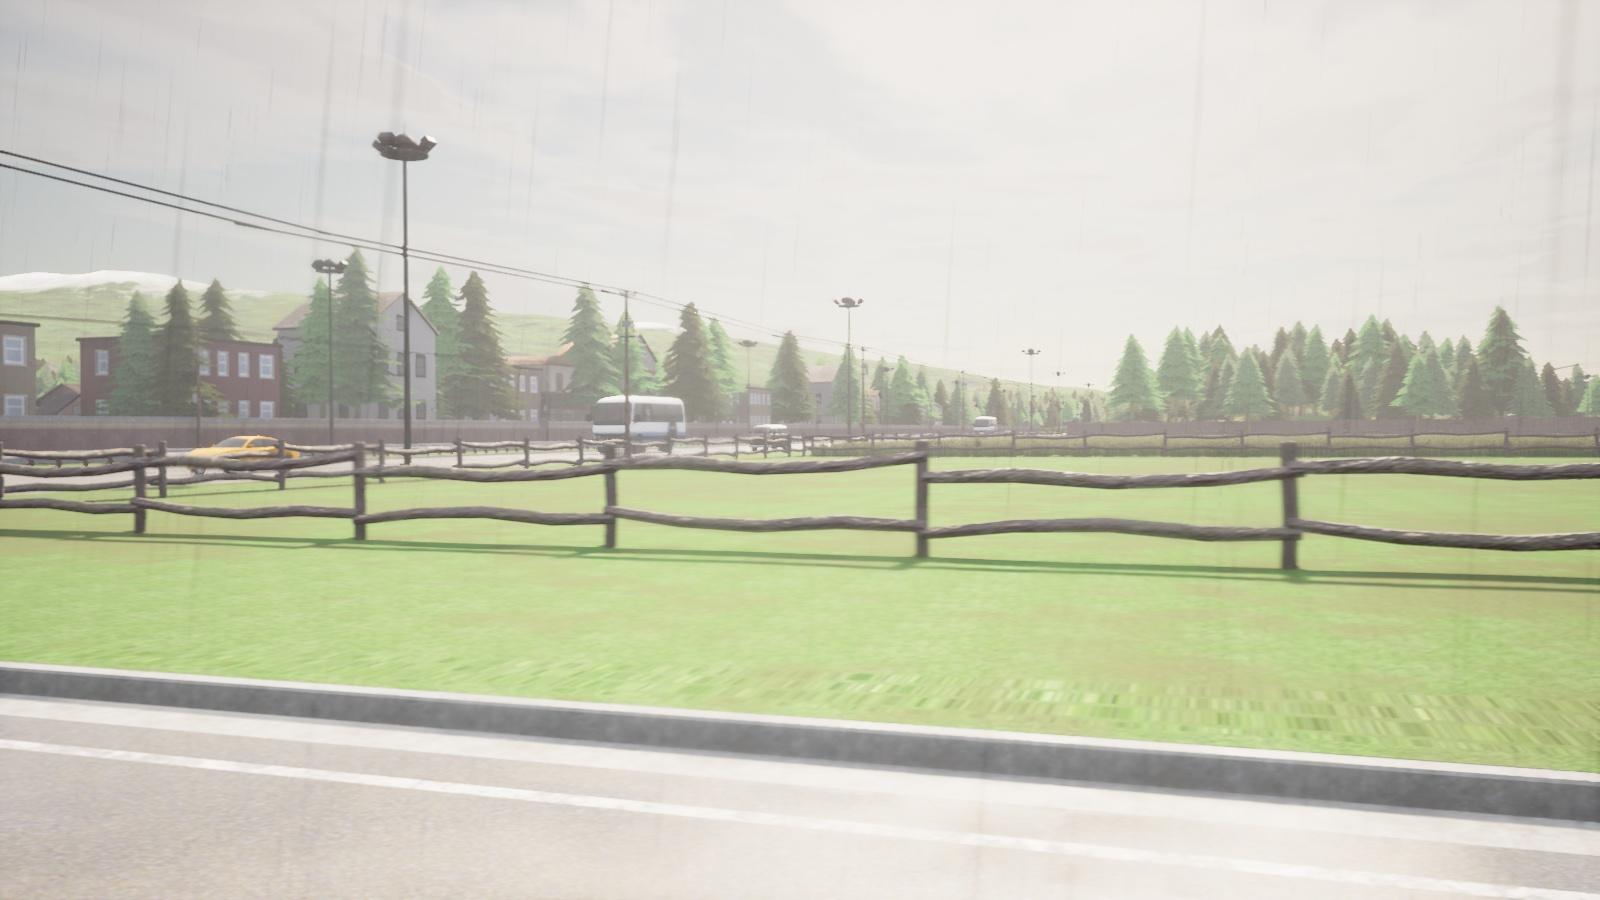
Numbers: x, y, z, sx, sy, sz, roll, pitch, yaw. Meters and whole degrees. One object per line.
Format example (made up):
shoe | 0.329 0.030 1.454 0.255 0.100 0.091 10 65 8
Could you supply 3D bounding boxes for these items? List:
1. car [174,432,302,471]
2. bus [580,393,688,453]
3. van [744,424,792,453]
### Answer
car | -22.730 0.020 51.034 1.882 1.535 5.008 0 1 18
bus | -12.267 -1.971 94.022 3.944 4.253 10.273 0 1 18
van | -2.283 -0.812 90.791 2.069 2.038 4.480 0 1 18
